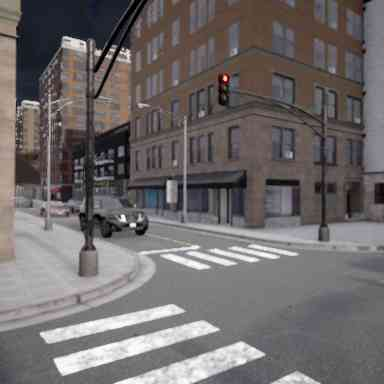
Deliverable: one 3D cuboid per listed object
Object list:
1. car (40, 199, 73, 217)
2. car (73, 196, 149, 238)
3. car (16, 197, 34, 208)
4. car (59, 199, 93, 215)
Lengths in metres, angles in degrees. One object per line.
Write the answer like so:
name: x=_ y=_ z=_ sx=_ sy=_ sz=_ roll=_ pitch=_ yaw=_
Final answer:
car: x=-12.461 y=1.509 z=30.122 sx=1.812 sy=1.442 sz=4.674 roll=1 pitch=0 yaw=-34
car: x=-4.460 y=1.238 z=18.262 sx=2.150 sy=2.045 sz=5.566 roll=1 pitch=0 yaw=-36
car: x=-23.303 y=1.487 z=46.302 sx=1.837 sy=1.490 sz=4.892 roll=1 pitch=0 yaw=-34
car: x=-12.161 y=1.503 z=34.758 sx=2.128 sy=1.511 sz=4.902 roll=1 pitch=0 yaw=-34
